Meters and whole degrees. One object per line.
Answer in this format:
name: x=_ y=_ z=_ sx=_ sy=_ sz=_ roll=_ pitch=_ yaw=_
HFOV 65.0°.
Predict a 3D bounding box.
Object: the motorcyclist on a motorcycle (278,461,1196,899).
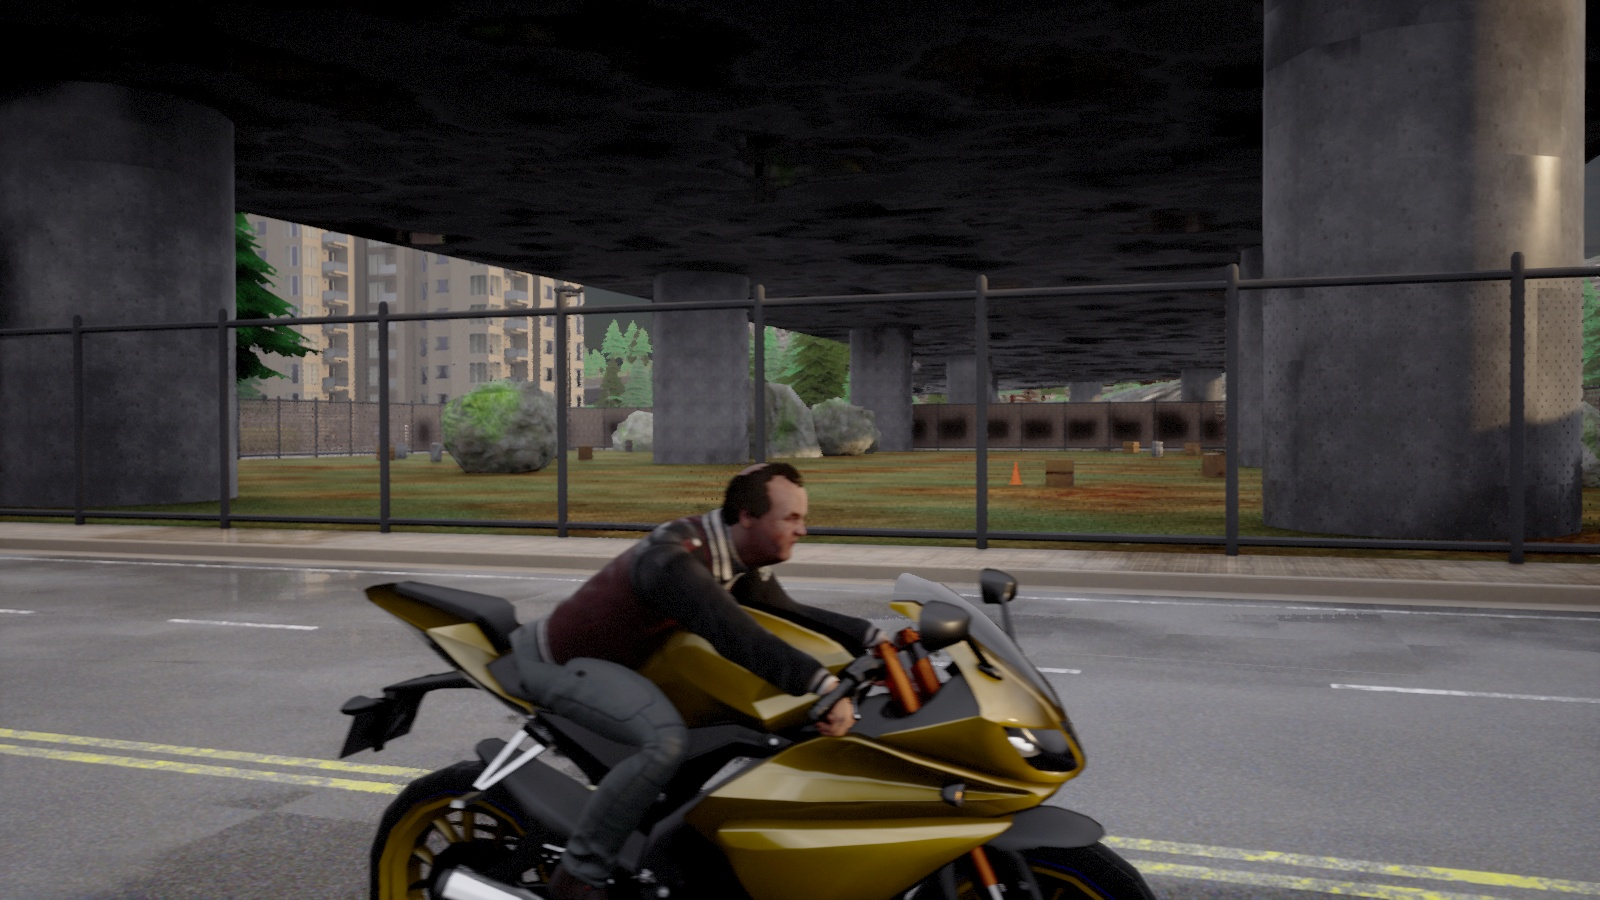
motorcyclist on a motorcycle: x=-0.140 y=0.811 z=3.240 sx=2.191 sy=1.530 sz=0.866 roll=0 pitch=1 yaw=19
